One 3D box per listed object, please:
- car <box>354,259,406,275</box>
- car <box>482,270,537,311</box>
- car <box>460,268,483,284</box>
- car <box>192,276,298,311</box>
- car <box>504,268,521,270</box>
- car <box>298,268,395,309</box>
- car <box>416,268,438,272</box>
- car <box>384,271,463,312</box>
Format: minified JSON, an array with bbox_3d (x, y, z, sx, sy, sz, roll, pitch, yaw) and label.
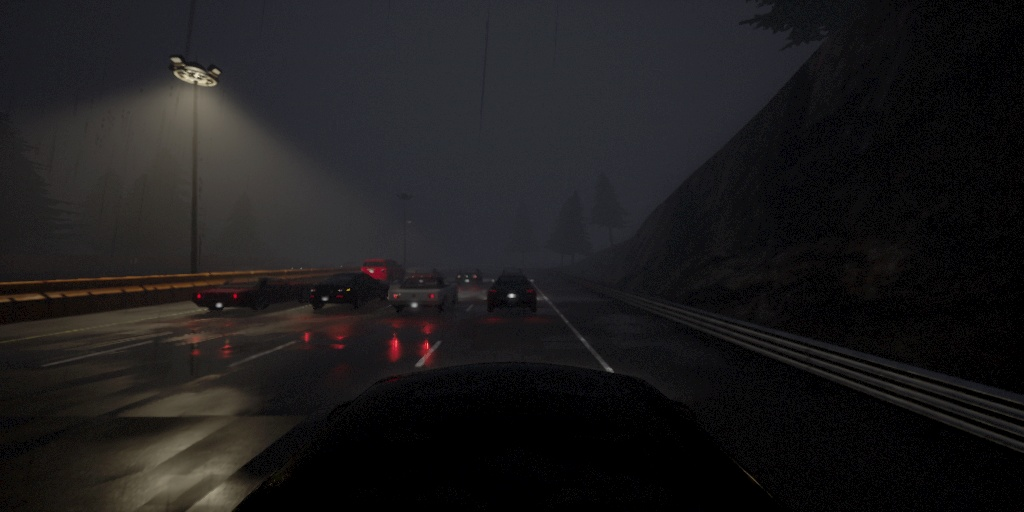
[{"bbox_3d":[-10.481,1.280,29.395,2.150,2.045,5.566,0,0,0],"label":"car"},{"bbox_3d":[0.026,1.464,15.255,1.994,1.385,4.181,0,-1,1],"label":"car"},{"bbox_3d":[-3.485,1.663,30.062,1.895,1.301,4.718,0,-1,0],"label":"car"},{"bbox_3d":[-10.474,1.498,15.068,1.895,1.301,4.718,0,-1,1],"label":"car"},{"bbox_3d":[0.014,1.663,30.063,1.895,1.301,4.718,0,-1,0],"label":"car"},{"bbox_3d":[-6.964,1.430,15.712,1.812,1.442,4.674,0,0,1],"label":"car"},{"bbox_3d":[-6.985,1.664,30.072,1.895,1.301,4.718,0,-1,0],"label":"car"},{"bbox_3d":[-3.474,1.498,15.068,1.895,1.301,4.718,0,-1,1],"label":"car"}]
